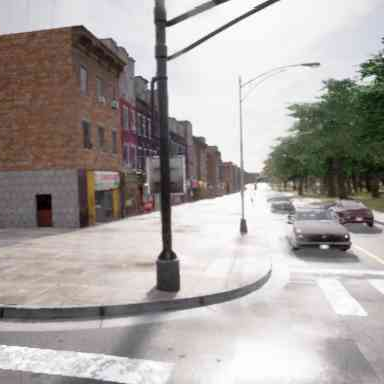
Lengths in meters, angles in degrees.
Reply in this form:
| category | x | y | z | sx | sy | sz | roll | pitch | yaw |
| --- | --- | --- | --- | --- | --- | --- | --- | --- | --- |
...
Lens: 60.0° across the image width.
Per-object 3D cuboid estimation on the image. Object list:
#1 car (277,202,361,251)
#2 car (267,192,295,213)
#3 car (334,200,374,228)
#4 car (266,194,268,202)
| category | x | y | z | sx | sy | sz | roll | pitch | yaw |
| --- | --- | --- | --- | --- | --- | --- | --- | --- | --- |
| car | 4.750 | 1.333 | 13.294 | 2.033 | 1.411 | 5.357 | -1 | 1 | 11 |
| car | 8.040 | 1.054 | 30.008 | 1.837 | 1.490 | 4.892 | -1 | 1 | 11 |
| car | 8.893 | 1.162 | 19.078 | 1.812 | 1.442 | 4.674 | -1 | 1 | 11 |
| car | 11.721 | 0.822 | 48.227 | 2.128 | 1.511 | 4.902 | -1 | 1 | 11 |
